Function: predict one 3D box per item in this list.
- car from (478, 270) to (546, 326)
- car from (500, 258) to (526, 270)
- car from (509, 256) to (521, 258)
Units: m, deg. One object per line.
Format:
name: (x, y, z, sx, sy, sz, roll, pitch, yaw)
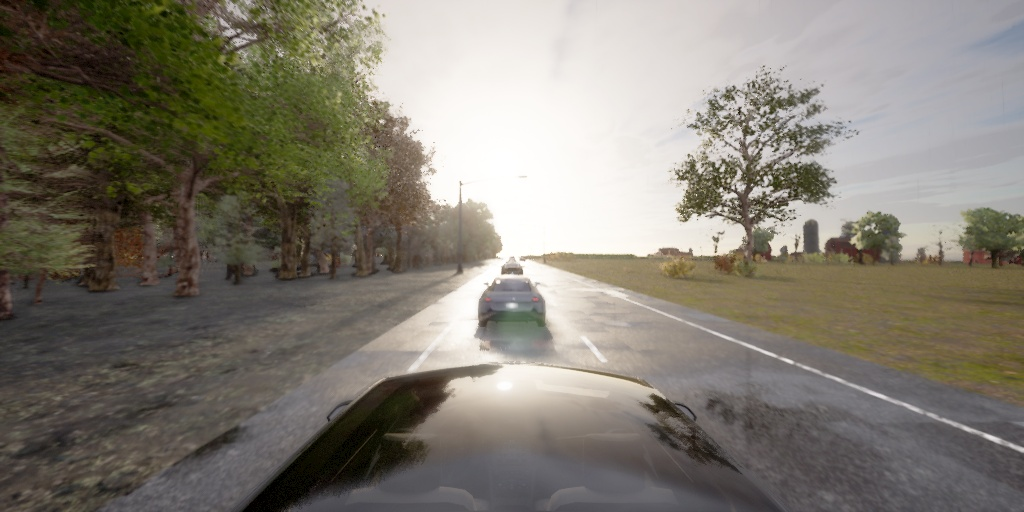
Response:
car: (0.003, 1.312, 11.674, 1.994, 1.385, 4.181, 0, 0, 0)
car: (0.008, 1.219, 30.681, 1.882, 1.535, 5.008, 0, 0, 0)
car: (0.018, 1.203, 61.858, 2.128, 1.511, 4.902, 0, 0, 0)
